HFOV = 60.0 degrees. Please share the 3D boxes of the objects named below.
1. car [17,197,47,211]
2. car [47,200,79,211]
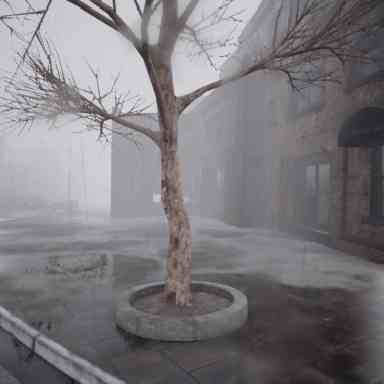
[{"bbox_3d":[-20.591,1.478,43.148,2.097,1.767,4.553,1,0,6],"label":"car"},{"bbox_3d":[-16.914,1.735,44.386,1.812,1.442,4.674,1,0,8],"label":"car"}]
